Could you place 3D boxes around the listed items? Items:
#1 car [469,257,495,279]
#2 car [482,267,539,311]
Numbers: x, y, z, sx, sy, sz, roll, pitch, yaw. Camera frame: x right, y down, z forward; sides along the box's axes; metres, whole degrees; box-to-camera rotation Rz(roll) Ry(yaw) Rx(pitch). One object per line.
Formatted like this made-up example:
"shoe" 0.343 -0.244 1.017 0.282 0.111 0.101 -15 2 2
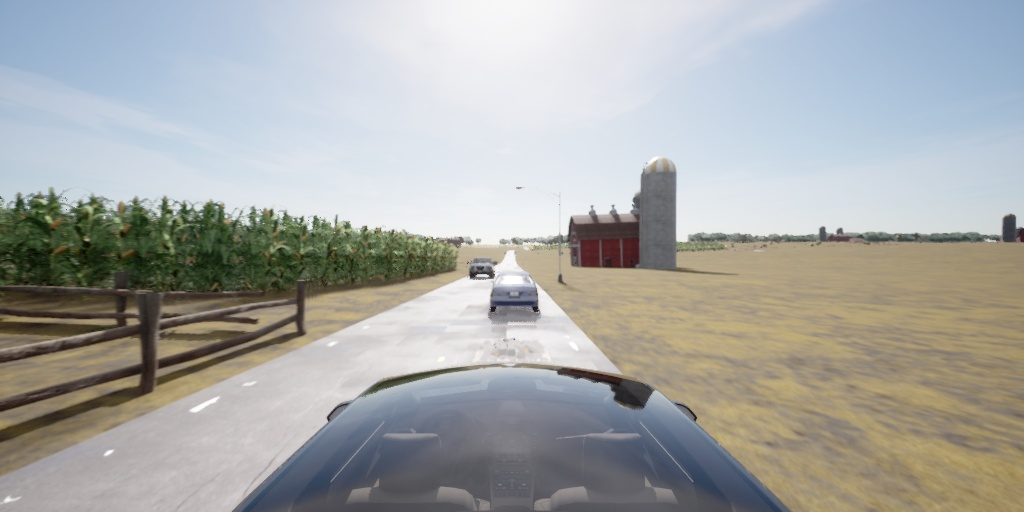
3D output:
"car" -2.841 1.099 34.762 2.150 2.045 5.566 0 0 0
"car" 0.088 1.336 14.657 2.033 1.411 5.357 0 0 0
